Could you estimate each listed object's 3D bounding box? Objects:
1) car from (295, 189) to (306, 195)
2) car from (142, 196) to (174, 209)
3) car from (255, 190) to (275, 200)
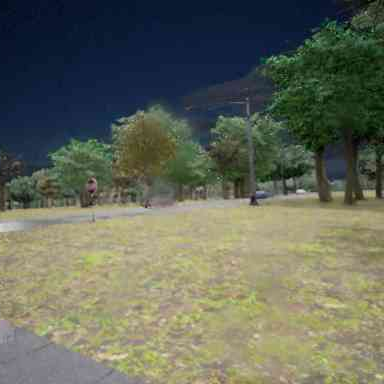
[{"bbox_3d":[28.620,-0.001,87.723,1.812,1.442,4.674,-4,-1,34],"label":"car"},{"bbox_3d":[-3.996,1.253,39.665,1.994,1.385,4.181,-4,-1,34],"label":"car"},{"bbox_3d":[10.509,0.455,48.565,1.812,1.442,4.674,-4,-1,34],"label":"car"}]
